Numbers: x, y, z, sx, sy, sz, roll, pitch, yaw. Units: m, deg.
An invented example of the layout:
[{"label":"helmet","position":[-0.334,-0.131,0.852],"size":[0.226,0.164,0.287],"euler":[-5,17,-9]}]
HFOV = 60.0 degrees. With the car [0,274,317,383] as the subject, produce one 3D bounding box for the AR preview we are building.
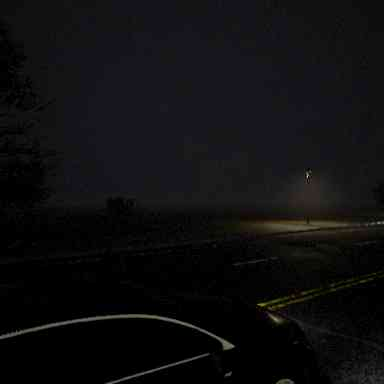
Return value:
[{"label":"car","position":[-0.944,1.512,2.786],"size":[4.892,1.490,1.837],"euler":[1,0,-36]}]
